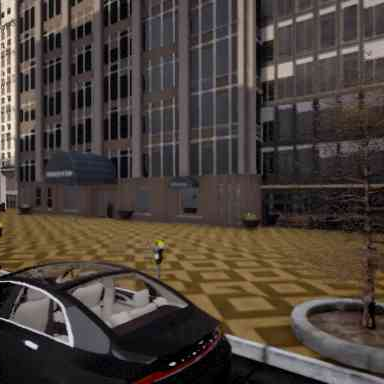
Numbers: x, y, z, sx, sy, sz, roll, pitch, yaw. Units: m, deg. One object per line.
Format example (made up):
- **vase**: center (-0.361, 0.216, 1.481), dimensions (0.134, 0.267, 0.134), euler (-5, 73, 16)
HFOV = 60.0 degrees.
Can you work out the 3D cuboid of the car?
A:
- **car**: center (-1.659, 1.546, 4.062), dimensions (4.403, 1.369, 2.008), euler (0, 0, 36)
